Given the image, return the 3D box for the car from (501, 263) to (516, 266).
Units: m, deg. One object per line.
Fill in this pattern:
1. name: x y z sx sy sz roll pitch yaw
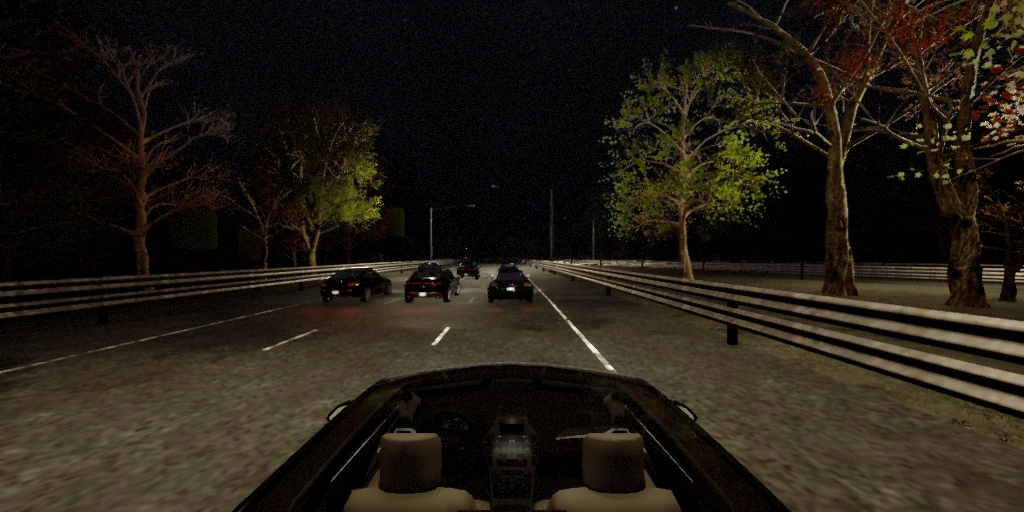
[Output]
1. car: -0.300 1.335 31.775 1.994 1.385 4.181 0 0 -1

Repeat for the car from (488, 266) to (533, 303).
1. car: -0.075 1.325 16.690 1.994 1.385 4.181 0 0 -1

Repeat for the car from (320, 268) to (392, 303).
1. car: -7.075 1.286 16.620 1.812 1.442 4.674 0 0 -1

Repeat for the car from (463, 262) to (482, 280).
1. car: -3.798 1.279 31.706 1.837 1.490 4.892 0 0 -1

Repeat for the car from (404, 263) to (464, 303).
1. car: -3.576 1.269 16.655 1.837 1.490 4.892 0 0 -1
